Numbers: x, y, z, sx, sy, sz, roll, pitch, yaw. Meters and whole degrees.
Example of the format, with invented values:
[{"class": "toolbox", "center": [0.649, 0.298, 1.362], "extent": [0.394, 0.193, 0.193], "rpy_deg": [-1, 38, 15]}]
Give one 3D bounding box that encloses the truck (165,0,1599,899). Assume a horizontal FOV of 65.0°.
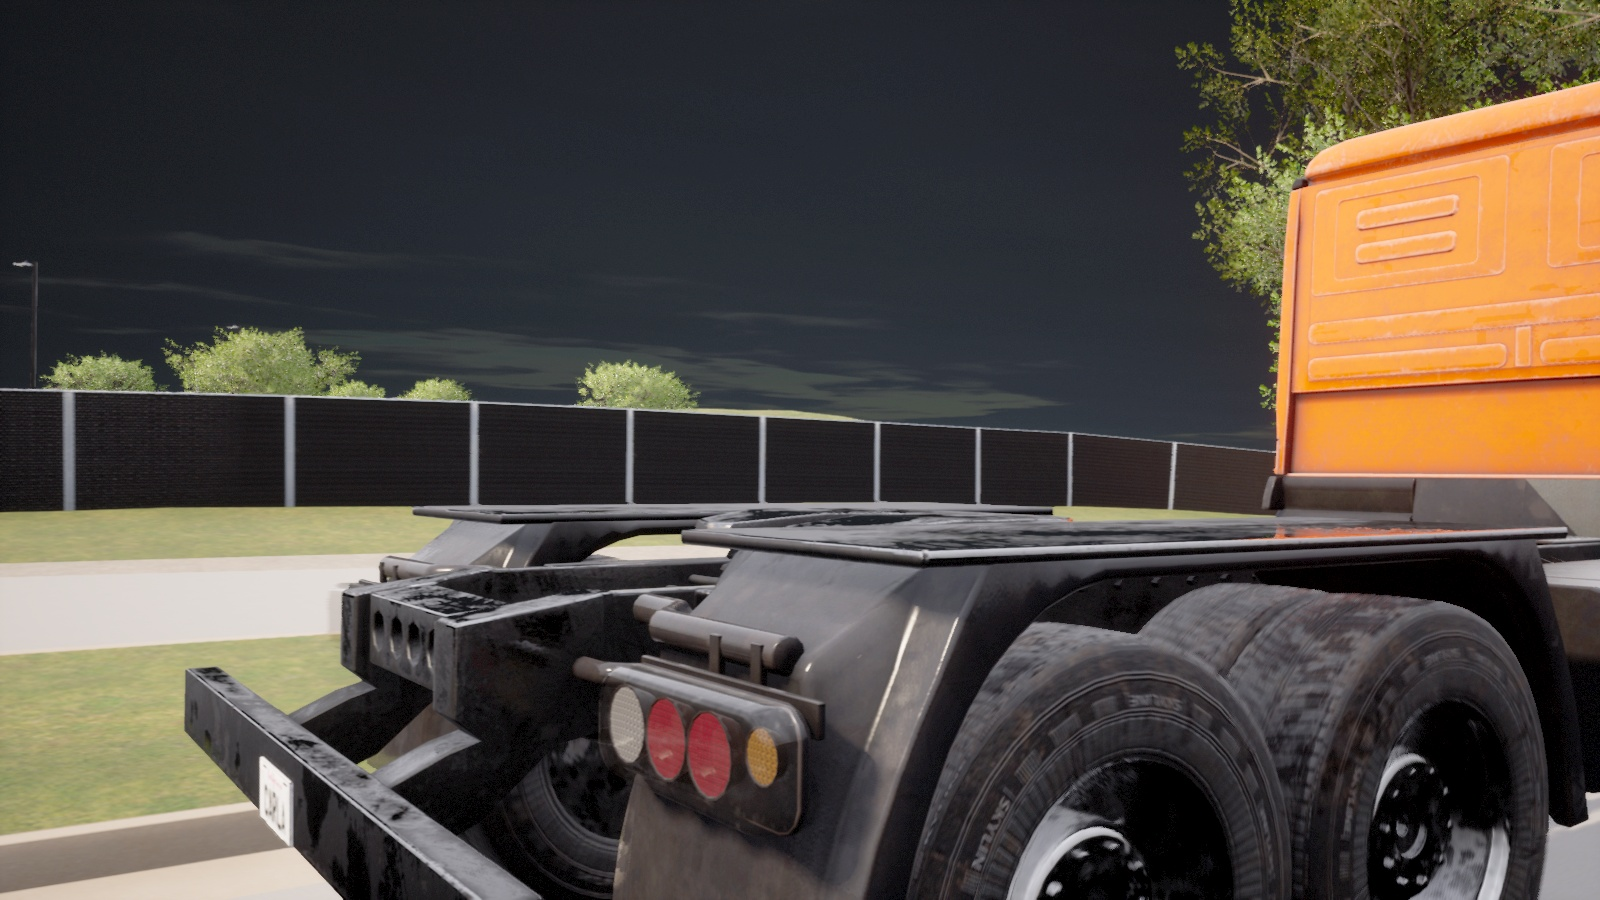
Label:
[{"class": "truck", "center": [2.063, -0.176, 5.111], "extent": [7.936, 3.462, 2.891], "rpy_deg": [1, -1, -35]}]
